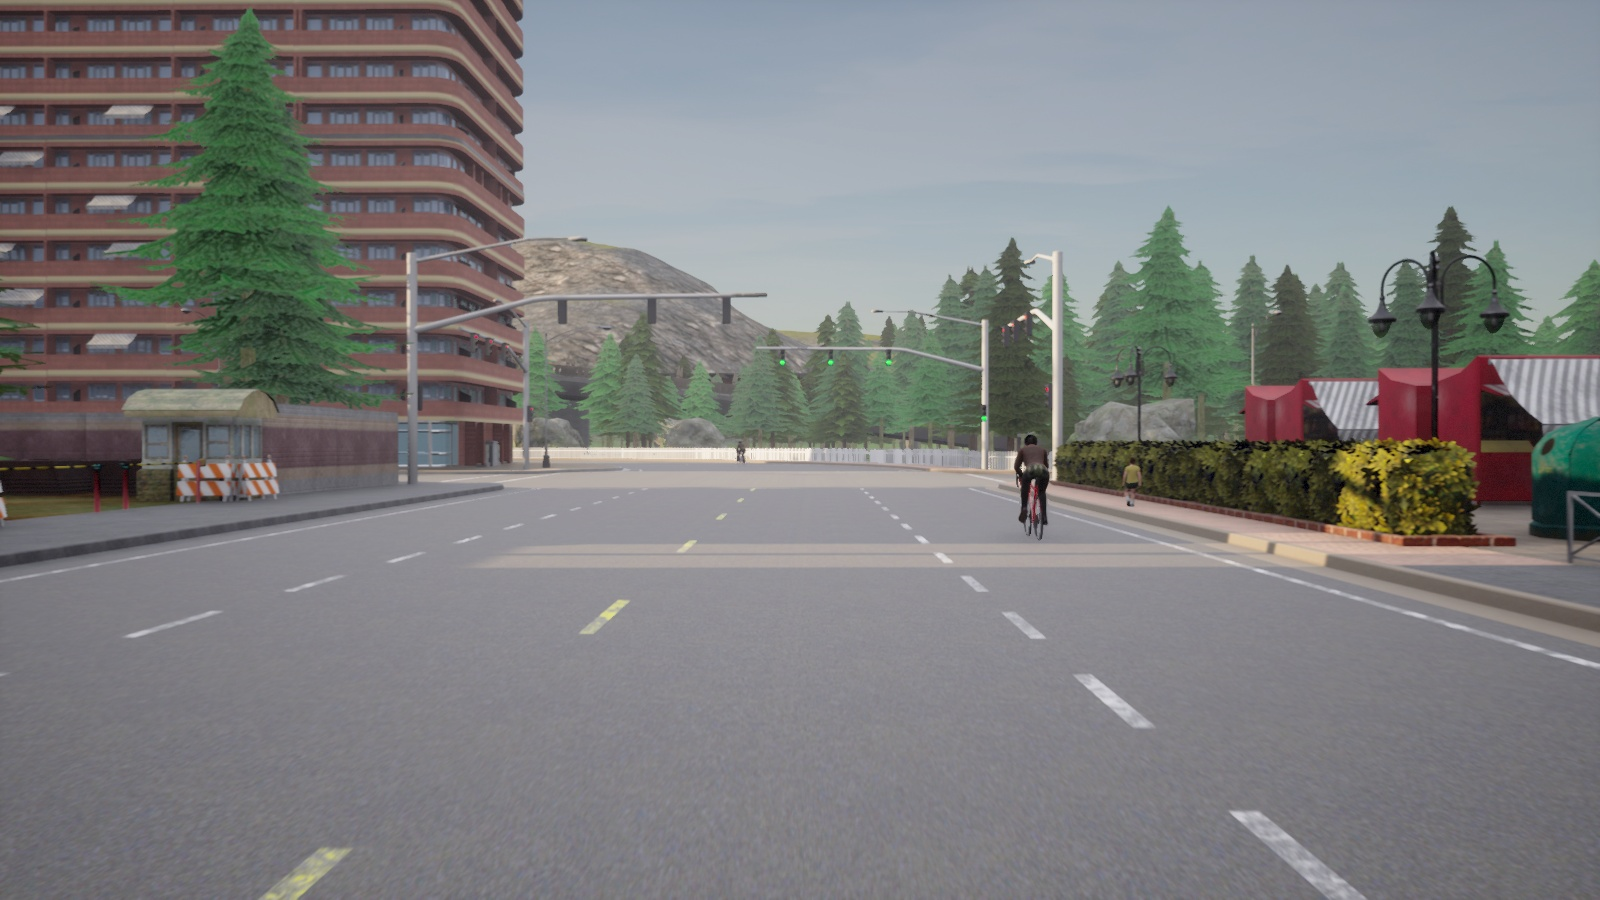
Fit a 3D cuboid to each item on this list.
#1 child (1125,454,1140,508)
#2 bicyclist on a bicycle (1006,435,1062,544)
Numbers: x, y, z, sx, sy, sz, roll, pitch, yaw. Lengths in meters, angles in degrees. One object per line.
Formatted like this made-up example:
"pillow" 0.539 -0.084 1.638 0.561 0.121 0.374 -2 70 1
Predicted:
"child" 6.931 0.639 26.181 0.255 1.110 0.394 0 0 7
"bicyclist on a bicycle" 3.626 0.592 19.561 0.582 1.620 1.656 0 0 0
